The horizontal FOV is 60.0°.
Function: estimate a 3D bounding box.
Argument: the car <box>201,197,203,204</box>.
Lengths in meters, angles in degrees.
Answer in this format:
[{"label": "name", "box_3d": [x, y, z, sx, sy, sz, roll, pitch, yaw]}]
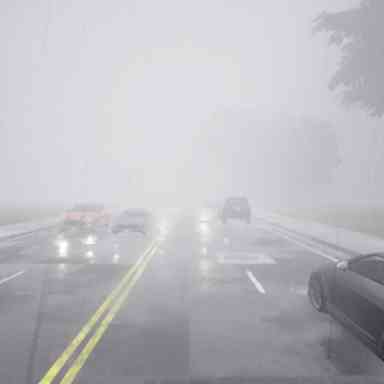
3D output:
[{"label": "car", "box_3d": [3.218, 2.006, 63.851, 1.812, 1.442, 4.674, 0, -1, 0]}]

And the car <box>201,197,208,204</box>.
[{"label": "car", "box_3d": [3.207, 2.204, 86.045, 1.801, 1.575, 5.366, 0, -1, 0]}]

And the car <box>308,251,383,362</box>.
[{"label": "car", "box_3d": [3.348, 1.594, 5.121, 1.994, 1.385, 4.181, 0, 0, 0]}]

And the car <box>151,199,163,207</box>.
[{"label": "car", "box_3d": [-6.551, 1.990, 62.440, 1.812, 1.442, 4.674, 0, -1, 1]}]

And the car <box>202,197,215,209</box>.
[{"label": "car", "box_3d": [3.223, 1.873, 52.879, 2.163, 1.488, 4.792, 0, -1, 0]}]

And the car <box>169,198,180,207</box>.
[{"label": "car", "box_3d": [-3.306, 1.956, 62.156, 2.128, 1.511, 4.902, 0, -1, 1]}]

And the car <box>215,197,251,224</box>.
[{"label": "car", "box_3d": [3.335, 1.385, 26.738, 2.150, 2.045, 5.566, 0, 0, 0]}]

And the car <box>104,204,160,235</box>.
[{"label": "car", "box_3d": [-3.363, 1.666, 19.806, 2.033, 1.411, 5.357, 0, 0, 0]}]

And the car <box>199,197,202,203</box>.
[{"label": "car", "box_3d": [3.212, 2.085, 74.853, 1.882, 1.535, 5.008, 0, -1, 0]}]

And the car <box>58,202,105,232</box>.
[{"label": "car", "box_3d": [-6.608, 1.477, 20.829, 2.097, 1.767, 4.553, 0, 0, 0]}]
